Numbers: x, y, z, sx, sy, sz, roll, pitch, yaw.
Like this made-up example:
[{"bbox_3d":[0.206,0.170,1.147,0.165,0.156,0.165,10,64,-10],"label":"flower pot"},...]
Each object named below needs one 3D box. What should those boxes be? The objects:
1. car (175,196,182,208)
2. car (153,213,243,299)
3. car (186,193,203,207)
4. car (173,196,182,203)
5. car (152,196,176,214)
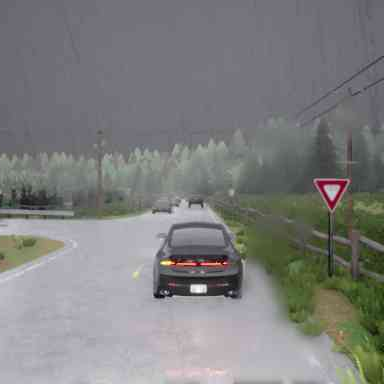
[{"bbox_3d":[-2.830,1.487,49.038,2.128,1.511,4.902,0,0,1],"label":"car"},{"bbox_3d":[0.131,1.505,8.446,1.837,1.490,4.892,0,0,0],"label":"car"},{"bbox_3d":[0.592,1.221,51.603,2.150,2.045,5.566,0,0,0],"label":"car"},{"bbox_3d":[-3.093,1.524,69.031,1.812,1.442,4.674,0,0,-2],"label":"car"},{"bbox_3d":[-3.005,1.504,34.725,1.837,1.490,4.892,0,0,2],"label":"car"}]
